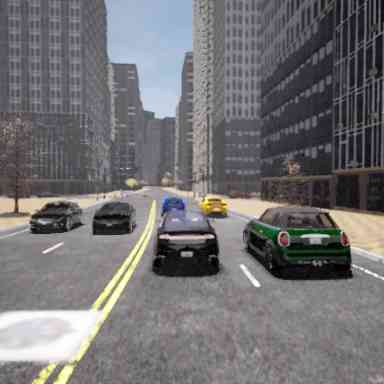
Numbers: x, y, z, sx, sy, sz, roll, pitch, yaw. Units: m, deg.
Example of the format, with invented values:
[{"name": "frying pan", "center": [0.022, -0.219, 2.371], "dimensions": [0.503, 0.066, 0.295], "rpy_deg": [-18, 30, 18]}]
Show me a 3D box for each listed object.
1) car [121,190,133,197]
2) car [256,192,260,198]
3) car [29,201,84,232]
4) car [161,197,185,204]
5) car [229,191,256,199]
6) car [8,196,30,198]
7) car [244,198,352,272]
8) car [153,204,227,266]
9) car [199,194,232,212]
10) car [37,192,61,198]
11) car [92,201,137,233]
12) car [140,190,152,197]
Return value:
[{"name": "car", "center": [-11.573, 0.361, 59.655], "dimensions": [1.882, 1.535, 5.008], "rpy_deg": [0, 1, -6]}, {"name": "car", "center": [14.833, 0.666, 79.038], "dimensions": [4.829, 1.417, 1.752], "rpy_deg": [0, 1, -5]}, {"name": "car", "center": [-7.390, 1.287, 18.577], "dimensions": [1.837, 1.490, 4.892], "rpy_deg": [0, 0, -5]}, {"name": "car", "center": [-1.577, 1.143, 27.830], "dimensions": [1.882, 1.535, 5.008], "rpy_deg": [0, 1, -6]}, {"name": "car", "center": [10.133, 0.654, 70.203], "dimensions": [5.009, 1.841, 2.192], "rpy_deg": [0, 1, -5]}, {"name": "car", "center": [-34.297, 0.603, 66.136], "dimensions": [4.206, 1.307, 1.802], "rpy_deg": [0, 1, -5]}, {"name": "car", "center": [3.034, 1.227, 10.533], "dimensions": [2.097, 1.767, 4.553], "rpy_deg": [0, 1, -2]}, {"name": "car", "center": [-0.233, 1.359, 10.990], "dimensions": [2.128, 1.511, 4.902], "rpy_deg": [0, 1, -3]}, {"name": "car", "center": [1.673, 1.139, 27.992], "dimensions": [1.882, 1.535, 5.008], "rpy_deg": [0, 1, -6]}, {"name": "car", "center": [-28.631, 0.629, 66.606], "dimensions": [4.313, 1.339, 1.947], "rpy_deg": [0, 1, -5]}, {"name": "car", "center": [-4.092, 1.261, 18.139], "dimensions": [1.882, 1.535, 5.008], "rpy_deg": [0, 0, -5]}, {"name": "car", "center": [-8.342, 0.393, 60.000], "dimensions": [1.882, 1.535, 5.008], "rpy_deg": [0, 1, -6]}]
